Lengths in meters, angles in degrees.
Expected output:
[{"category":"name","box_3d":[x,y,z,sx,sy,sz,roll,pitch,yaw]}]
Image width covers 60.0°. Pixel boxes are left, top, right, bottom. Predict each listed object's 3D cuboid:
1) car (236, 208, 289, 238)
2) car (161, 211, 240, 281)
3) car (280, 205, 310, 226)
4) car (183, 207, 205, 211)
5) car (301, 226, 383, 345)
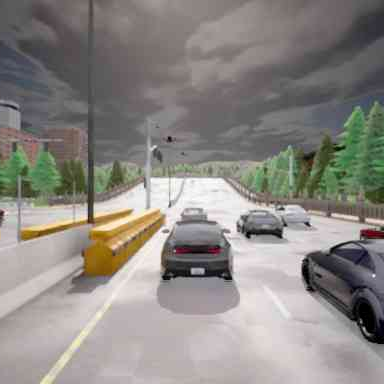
[{"category":"car","box_3d":[3.663,1.685,18.543,1.994,1.385,4.181,0,0,0]},{"category":"car","box_3d":[0.132,1.573,10.067,1.837,1.490,4.892,0,0,0]},{"category":"car","box_3d":[7.181,1.684,24.340,1.812,1.442,4.674,0,0,0]},{"category":"car","box_3d":[0.123,1.687,21.427,2.033,1.411,5.357,0,0,-1]},{"category":"car","box_3d":[3.610,1.607,6.458,1.994,1.385,4.181,0,0,1]}]
